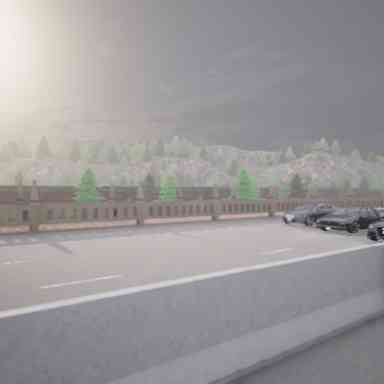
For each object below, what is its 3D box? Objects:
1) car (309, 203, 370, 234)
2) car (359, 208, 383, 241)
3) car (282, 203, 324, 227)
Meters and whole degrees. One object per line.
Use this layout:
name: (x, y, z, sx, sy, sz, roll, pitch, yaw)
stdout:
car: (9.449, 1.547, 19.301, 5.357, 1.411, 2.033, 0, 0, -35)
car: (9.913, 1.563, 15.310, 4.181, 1.385, 1.994, 0, 0, -35)
car: (8.249, 1.491, 22.685, 4.902, 1.511, 2.128, 0, 0, -35)
